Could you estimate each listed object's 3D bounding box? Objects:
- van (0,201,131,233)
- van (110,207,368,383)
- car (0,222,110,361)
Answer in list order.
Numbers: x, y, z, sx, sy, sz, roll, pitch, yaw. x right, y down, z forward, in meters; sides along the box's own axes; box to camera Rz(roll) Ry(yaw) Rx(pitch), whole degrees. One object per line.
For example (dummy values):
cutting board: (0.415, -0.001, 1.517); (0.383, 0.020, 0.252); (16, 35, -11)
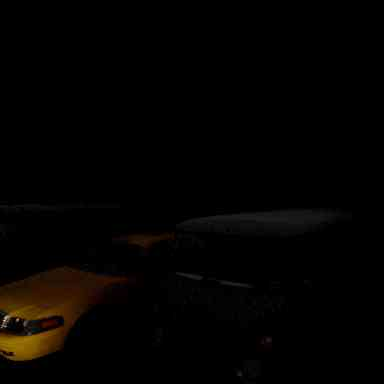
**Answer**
van: (-3.147, 1.250, 8.146); (1.878, 1.987, 4.442); (0, 0, 35)
van: (1.228, 1.255, 4.740); (1.878, 1.987, 4.442); (0, 0, 35)
car: (-1.066, 1.475, 6.292); (1.946, 1.575, 5.366); (0, 0, 35)
